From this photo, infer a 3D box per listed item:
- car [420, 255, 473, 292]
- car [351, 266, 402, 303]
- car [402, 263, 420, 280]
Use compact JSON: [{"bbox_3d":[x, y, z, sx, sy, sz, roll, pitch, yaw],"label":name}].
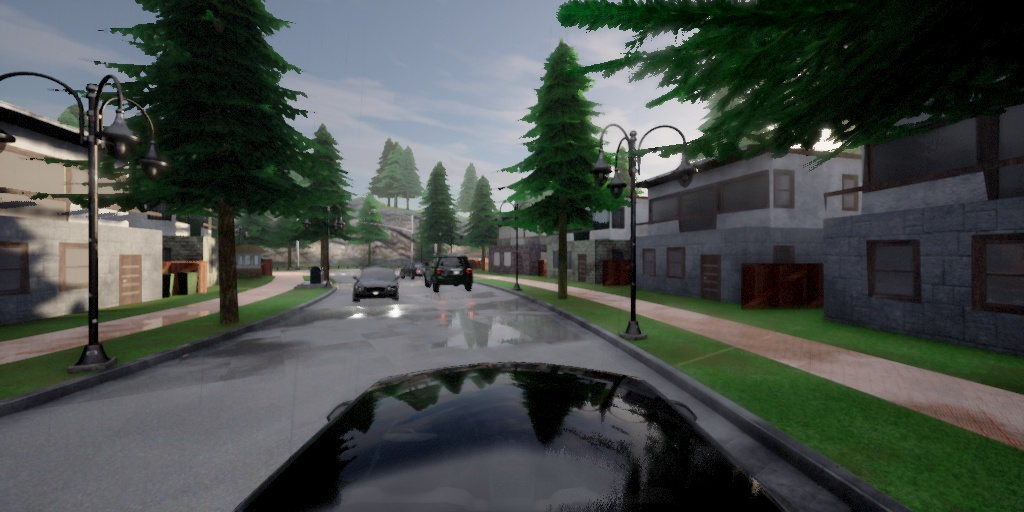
[{"bbox_3d":[-3.910,0.965,21.545,2.150,2.045,5.566,0,0,-21],"label":"car"},{"bbox_3d":[-6.261,1.248,16.845,1.837,1.490,4.892,0,0,-18],"label":"car"},{"bbox_3d":[-8.355,1.285,31.465,2.033,1.411,5.357,0,0,-32],"label":"car"}]
